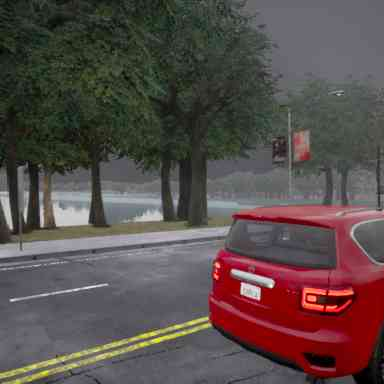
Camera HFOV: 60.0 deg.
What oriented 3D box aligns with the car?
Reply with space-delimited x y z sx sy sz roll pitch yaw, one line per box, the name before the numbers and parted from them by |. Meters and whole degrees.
car | 2.801 1.220 5.399 5.566 2.045 2.150 0 0 -37
